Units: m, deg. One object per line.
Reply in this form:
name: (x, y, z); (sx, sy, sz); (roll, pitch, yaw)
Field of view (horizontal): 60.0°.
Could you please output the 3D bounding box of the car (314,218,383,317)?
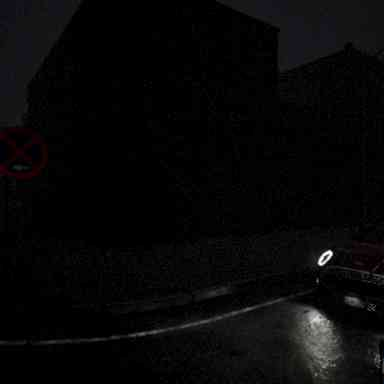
car: (4.672, 1.312, 7.046); (4.553, 1.767, 2.097); (0, 0, -34)
